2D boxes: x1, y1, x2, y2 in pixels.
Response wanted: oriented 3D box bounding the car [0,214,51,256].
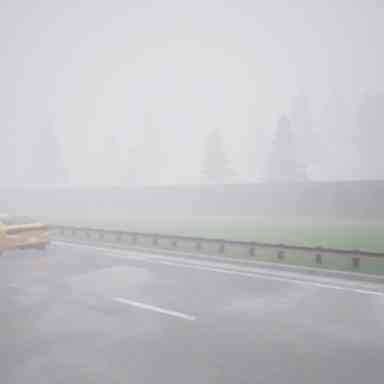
[{"bbox_3d":[-7.908,1.637,13.857,5.008,1.535,1.882,0,0,36],"label":"car"}]
